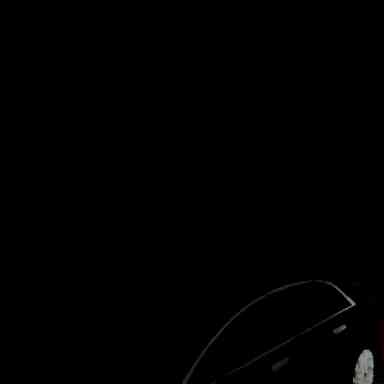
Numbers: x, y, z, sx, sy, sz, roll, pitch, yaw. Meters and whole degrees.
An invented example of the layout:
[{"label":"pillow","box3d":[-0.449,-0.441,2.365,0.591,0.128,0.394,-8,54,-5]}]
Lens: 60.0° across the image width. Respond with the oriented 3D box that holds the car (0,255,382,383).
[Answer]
[{"label":"car","box3d":[0.161,1.519,3.264,4.892,1.490,1.837,1,1,-40]}]
